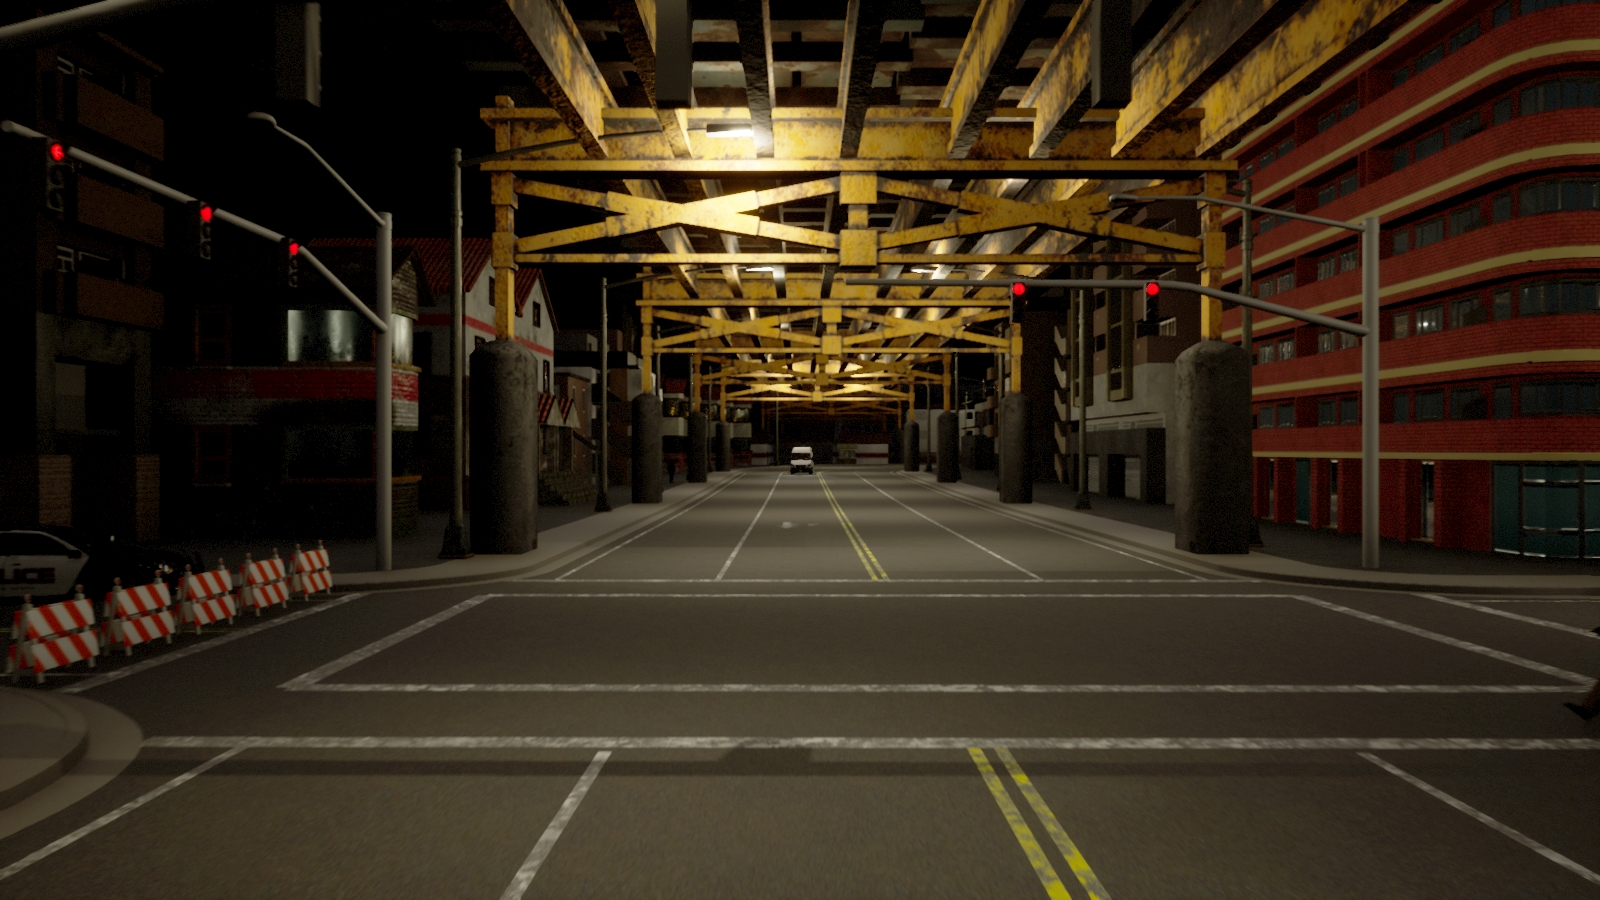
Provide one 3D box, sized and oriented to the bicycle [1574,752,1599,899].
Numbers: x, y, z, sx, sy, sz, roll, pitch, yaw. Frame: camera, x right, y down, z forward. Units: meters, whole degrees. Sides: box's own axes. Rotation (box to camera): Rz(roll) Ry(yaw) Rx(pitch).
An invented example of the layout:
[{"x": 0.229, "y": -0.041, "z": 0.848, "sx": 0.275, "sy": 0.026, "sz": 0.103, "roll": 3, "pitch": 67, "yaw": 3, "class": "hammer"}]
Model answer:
[{"x": 3.491, "y": 2.049, "z": 3.995, "sx": 0.329, "sy": 1.496, "sz": 1.835, "roll": 0, "pitch": 0, "yaw": 0, "class": "bicycle"}]
